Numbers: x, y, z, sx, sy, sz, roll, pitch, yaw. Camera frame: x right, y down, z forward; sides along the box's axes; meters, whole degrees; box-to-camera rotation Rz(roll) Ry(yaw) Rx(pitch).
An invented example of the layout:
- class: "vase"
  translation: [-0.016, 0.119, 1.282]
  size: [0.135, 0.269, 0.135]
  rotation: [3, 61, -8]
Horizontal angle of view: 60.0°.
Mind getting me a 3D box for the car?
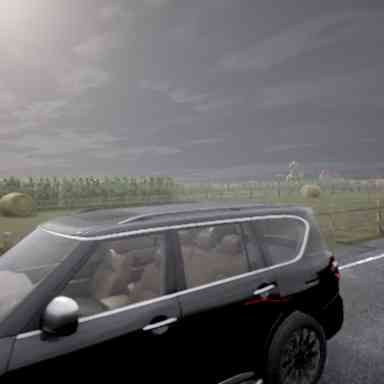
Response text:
- class: "car"
  translation: [-0.741, 1.186, 3.397]
  size: [5.566, 2.045, 2.150]
  rotation: [-2, 1, -35]
